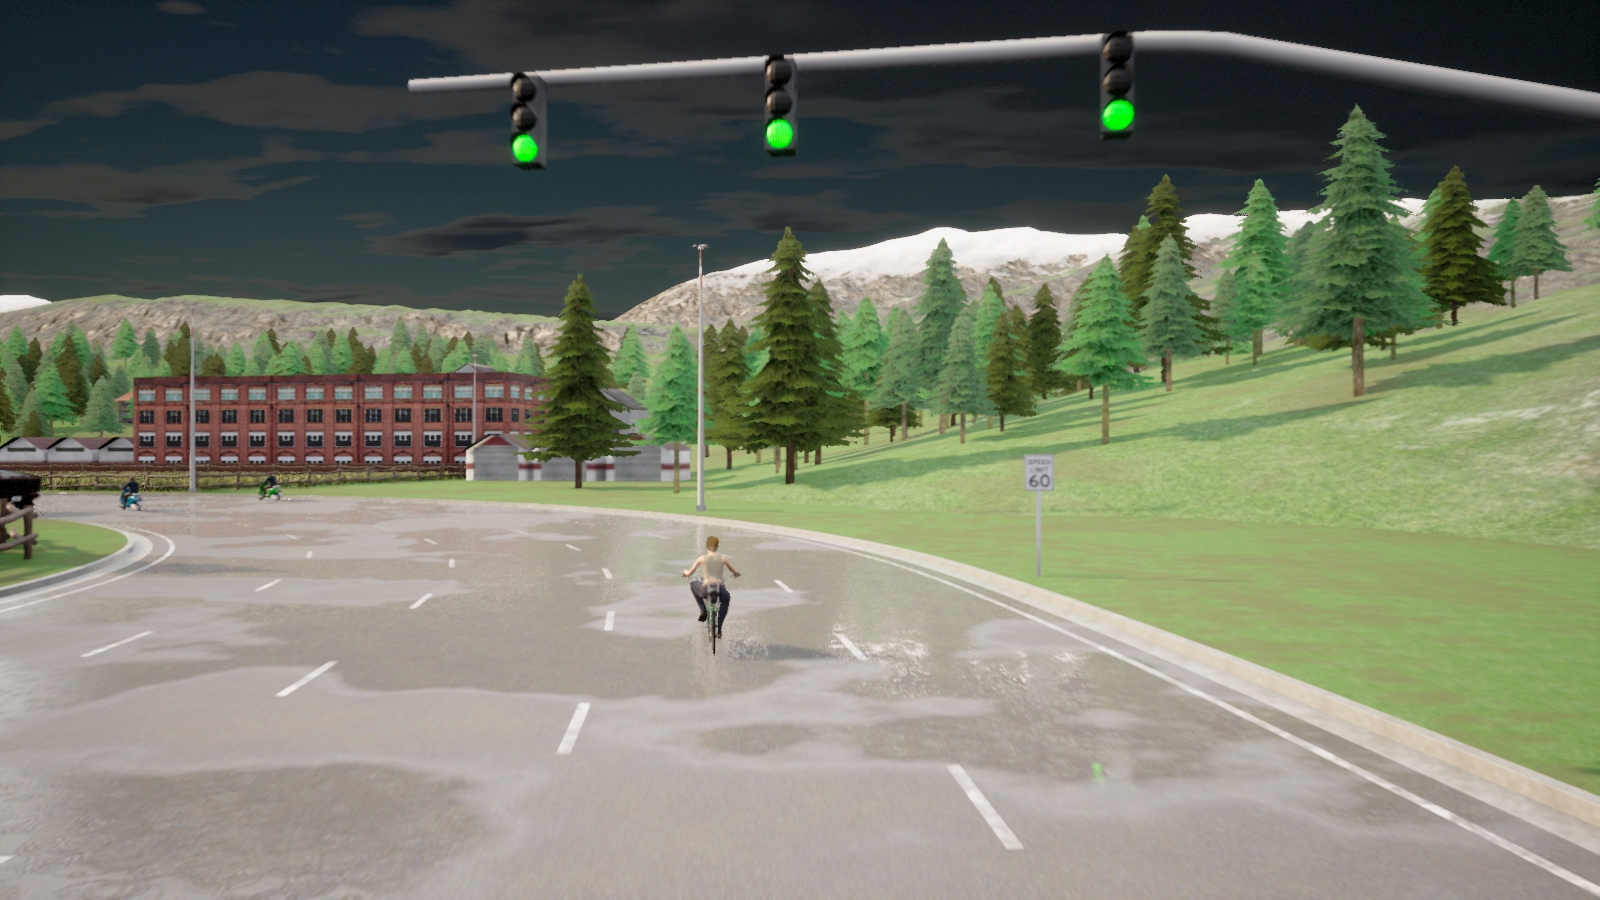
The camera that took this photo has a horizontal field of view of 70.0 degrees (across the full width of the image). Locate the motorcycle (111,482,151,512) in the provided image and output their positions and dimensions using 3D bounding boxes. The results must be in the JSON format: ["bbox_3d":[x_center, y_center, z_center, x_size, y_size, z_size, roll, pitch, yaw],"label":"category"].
[{"bbox_3d":[-30.745,2.162,52.531,1.805,1.316,0.856,0,0,33],"label":"motorcycle"}]

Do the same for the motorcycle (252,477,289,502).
[{"bbox_3d":[-29.364,2.164,63.320,1.805,1.316,0.856,0,2,24],"label":"motorcycle"}]

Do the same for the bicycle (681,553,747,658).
[{"bbox_3d":[-1.239,2.162,16.152,0.859,1.276,1.487,0,0,-7],"label":"bicycle"}]

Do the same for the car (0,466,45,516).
[{"bbox_3d":[-36.923,1.775,50.923,6.274,2.098,2.390,0,0,23],"label":"car"}]
